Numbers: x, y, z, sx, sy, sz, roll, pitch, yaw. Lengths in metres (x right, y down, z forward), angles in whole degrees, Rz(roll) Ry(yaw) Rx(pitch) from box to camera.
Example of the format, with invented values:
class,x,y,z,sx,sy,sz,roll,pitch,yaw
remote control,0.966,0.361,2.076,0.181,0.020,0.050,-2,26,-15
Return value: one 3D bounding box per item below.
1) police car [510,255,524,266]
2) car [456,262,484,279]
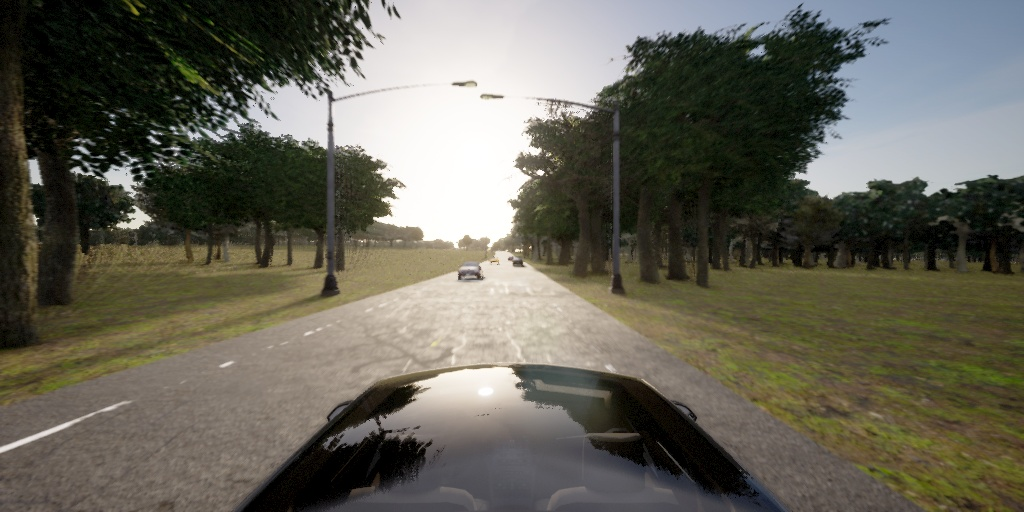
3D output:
class,x,y,z,sx,sy,sz,roll,pitch,yaw
police car,1.049,0.953,63.532,1.930,1.638,5.238,0,0,0
car,-3.574,1.228,31.456,1.812,1.442,4.674,0,0,0
